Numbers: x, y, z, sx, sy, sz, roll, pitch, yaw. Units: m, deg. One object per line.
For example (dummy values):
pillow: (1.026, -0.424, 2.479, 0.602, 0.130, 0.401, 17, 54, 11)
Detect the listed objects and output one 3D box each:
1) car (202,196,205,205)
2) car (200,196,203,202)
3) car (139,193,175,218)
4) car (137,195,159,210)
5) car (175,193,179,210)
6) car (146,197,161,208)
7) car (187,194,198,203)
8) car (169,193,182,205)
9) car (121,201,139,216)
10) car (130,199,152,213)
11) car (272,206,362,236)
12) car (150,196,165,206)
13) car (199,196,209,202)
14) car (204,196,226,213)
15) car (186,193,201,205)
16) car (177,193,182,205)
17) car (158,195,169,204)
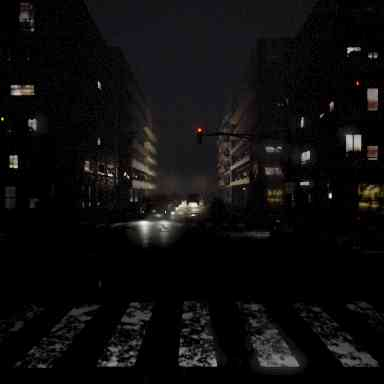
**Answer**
car: (2.743, 1.451, 43.511, 1.967, 1.590, 4.097, 0, 0, 0)
car: (2.757, 1.598, 54.876, 1.802, 1.307, 4.206, 0, 0, 0)
car: (-3.081, 1.227, 30.126, 2.150, 2.045, 5.566, 0, 0, 1)
car: (-5.638, 1.326, 43.519, 2.192, 1.841, 5.009, 0, 0, 0)
car: (-3.048, 1.361, 40.038, 2.097, 1.767, 4.553, 0, 0, 0)
car: (-5.631, 1.539, 49.032, 1.752, 1.417, 4.829, 0, 0, 0)
car: (0.109, 1.382, 70.821, 2.097, 1.767, 4.553, 0, 0, 0)
car: (-2.968, 1.242, 60.497, 2.150, 2.045, 5.566, 0, 0, 1)
car: (-5.651, 1.572, 32.154, 1.947, 1.339, 4.313, 0, 0, 0)
car: (-5.645, 1.533, 37.667, 1.752, 1.417, 4.829, 0, 0, 0)
car: (6.187, 1.424, 16.761, 4.181, 1.385, 1.994, -1, 0, 13)
car: (-5.624, 1.457, 54.884, 1.967, 1.590, 4.097, 0, 0, 0)
car: (2.784, 1.584, 77.605, 2.008, 1.369, 4.403, 0, 0, 0)
car: (2.736, 1.448, 37.829, 1.967, 1.590, 4.097, 0, 0, 0)
car: (0.172, 1.241, 58.159, 2.150, 2.045, 5.566, 0, 0, 0)
car: (-3.028, 1.366, 49.937, 2.097, 1.767, 4.553, 0, 0, 0)
car: (-5.610, 1.464, 66.250, 1.967, 1.590, 4.097, 0, 0, 0)
